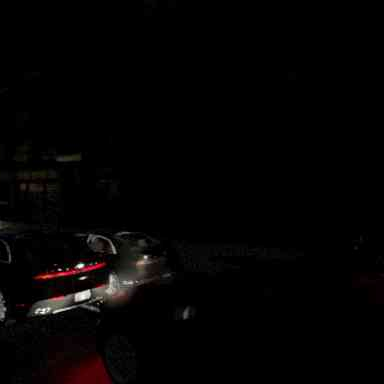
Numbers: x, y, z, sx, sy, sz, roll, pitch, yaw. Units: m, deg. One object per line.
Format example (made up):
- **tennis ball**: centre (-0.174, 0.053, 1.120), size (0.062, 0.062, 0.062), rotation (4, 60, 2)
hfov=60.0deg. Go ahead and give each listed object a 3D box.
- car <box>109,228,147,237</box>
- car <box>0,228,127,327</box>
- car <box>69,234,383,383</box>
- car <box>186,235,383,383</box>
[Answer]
- **car**: centre (-2.310, 1.596, 8.459), size (4.403, 1.369, 2.008), rotation (0, 0, 36)
- **car**: centre (-3.841, 1.540, 7.146), size (4.892, 1.490, 1.837), rotation (0, 0, 36)
- **car**: centre (1.018, 1.503, 3.628), size (5.008, 1.535, 1.882), rotation (0, 0, 36)
- **car**: centre (2.213, 1.602, 5.182), size (4.313, 1.339, 1.947), rotation (0, 0, 36)
